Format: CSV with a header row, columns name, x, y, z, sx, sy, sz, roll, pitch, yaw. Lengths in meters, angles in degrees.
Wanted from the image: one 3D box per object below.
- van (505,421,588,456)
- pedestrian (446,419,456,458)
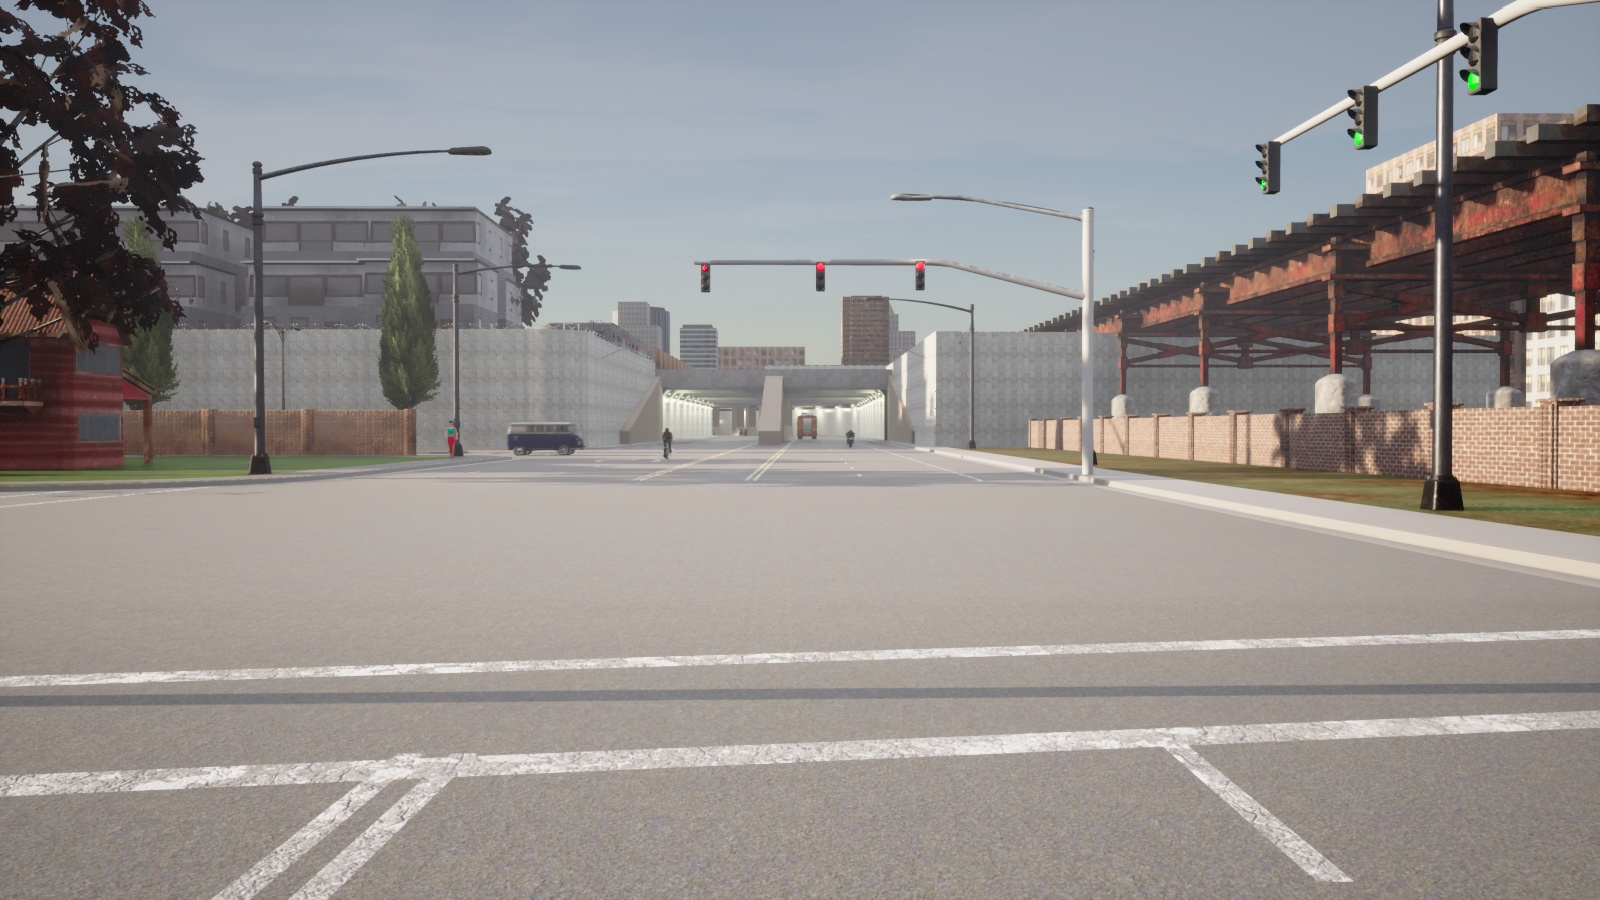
name,x,y,z,sx,sy,sz,roll,pitch,yaw
van,-14.783,-0.677,73.270,4.442,1.987,1.775,0,1,3
pedestrian,-16.697,-0.543,60.063,0.345,1.836,0.594,0,1,-1
